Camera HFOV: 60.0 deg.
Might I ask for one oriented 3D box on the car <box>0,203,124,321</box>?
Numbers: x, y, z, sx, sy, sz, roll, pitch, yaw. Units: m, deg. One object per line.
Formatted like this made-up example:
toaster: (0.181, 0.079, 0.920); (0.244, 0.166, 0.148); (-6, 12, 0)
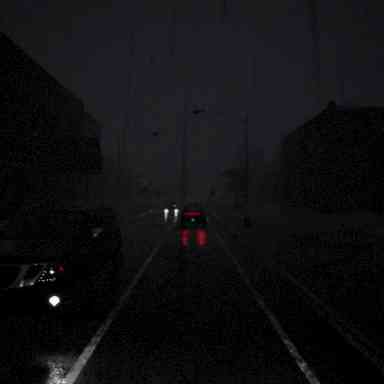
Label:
car: (-3.111, 1.327, 7.855); (2.150, 2.045, 5.566); (0, -1, 0)

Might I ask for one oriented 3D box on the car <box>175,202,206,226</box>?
car: (0.068, 1.782, 25.732); (2.128, 1.511, 4.902); (0, -1, 0)

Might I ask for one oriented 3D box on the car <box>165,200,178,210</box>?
car: (-3.127, 1.951, 51.222); (1.837, 1.490, 4.892); (0, 0, 0)
